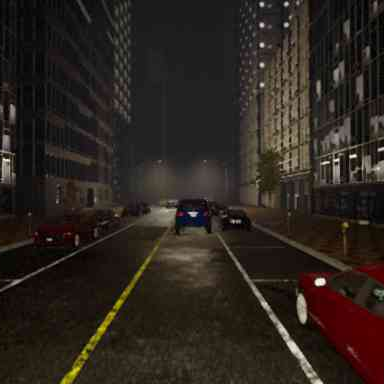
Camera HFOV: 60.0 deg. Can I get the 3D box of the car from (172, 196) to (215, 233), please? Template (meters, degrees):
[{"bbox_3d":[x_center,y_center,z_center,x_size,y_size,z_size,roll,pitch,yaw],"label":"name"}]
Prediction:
[{"bbox_3d":[0.074,1.403,21.228,2.150,2.045,5.566,0,0,0],"label":"car"}]

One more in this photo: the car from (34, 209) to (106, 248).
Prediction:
[{"bbox_3d":[-5.707,1.678,15.575,1.887,1.381,4.507,0,0,0],"label":"car"}]

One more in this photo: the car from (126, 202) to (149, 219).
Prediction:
[{"bbox_3d":[-5.727,1.817,32.653,1.887,1.381,4.507,0,0,0],"label":"car"}]

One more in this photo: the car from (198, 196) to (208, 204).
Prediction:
[{"bbox_3d":[2.601,1.924,78.193,2.192,1.841,5.009,0,0,0],"label":"car"}]

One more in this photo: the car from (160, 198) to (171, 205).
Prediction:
[{"bbox_3d":[-5.774,2.120,72.501,2.008,1.369,4.403,0,0,0],"label":"car"}]

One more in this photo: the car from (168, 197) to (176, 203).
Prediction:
[{"bbox_3d":[-5.801,2.276,95.270,2.008,1.369,4.403,0,0,0],"label":"car"}]

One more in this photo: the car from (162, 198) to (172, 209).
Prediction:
[{"bbox_3d":[-3.134,1.923,53.317,2.128,1.511,4.902,0,0,0],"label":"car"}]

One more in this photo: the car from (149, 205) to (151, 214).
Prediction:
[{"bbox_3d":[-5.734,1.883,38.345,1.947,1.339,4.313,0,0,0],"label":"car"}]

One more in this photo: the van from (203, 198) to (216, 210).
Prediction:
[{"bbox_3d":[2.634,1.745,49.734,1.690,1.788,3.998,0,0,0],"label":"van"}]

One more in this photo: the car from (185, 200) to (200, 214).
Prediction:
[{"bbox_3d":[0.049,1.847,41.643,1.837,1.490,4.892,0,0,0],"label":"car"}]

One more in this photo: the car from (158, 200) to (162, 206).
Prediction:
[{"bbox_3d":[-5.767,2.053,66.638,1.752,1.417,4.829,0,0,0],"label":"car"}]

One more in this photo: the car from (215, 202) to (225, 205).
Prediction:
[{"bbox_3d":[2.654,1.838,32.655,1.947,1.339,4.313,0,0,0],"label":"car"}]

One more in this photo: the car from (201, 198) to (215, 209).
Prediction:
[{"bbox_3d":[2.627,1.887,55.424,1.967,1.590,4.097,0,0,0],"label":"car"}]

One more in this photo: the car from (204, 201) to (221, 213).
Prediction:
[{"bbox_3d":[2.640,1.927,44.039,1.947,1.339,4.313,0,0,0],"label":"car"}]

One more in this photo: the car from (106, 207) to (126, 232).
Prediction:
[{"bbox_3d":[-5.714,1.762,21.268,1.802,1.307,4.206,0,0,0],"label":"car"}]

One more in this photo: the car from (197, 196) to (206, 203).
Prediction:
[{"bbox_3d":[2.588,2.002,89.578,2.192,1.841,5.009,0,0,0],"label":"car"}]

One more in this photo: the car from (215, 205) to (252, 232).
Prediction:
[{"bbox_3d":[2.667,1.746,21.271,1.947,1.339,4.313,0,0,0],"label":"car"}]

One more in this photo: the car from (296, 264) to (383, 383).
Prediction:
[{"bbox_3d":[2.687,1.582,4.195,1.887,1.381,4.507,0,0,0],"label":"car"}]
